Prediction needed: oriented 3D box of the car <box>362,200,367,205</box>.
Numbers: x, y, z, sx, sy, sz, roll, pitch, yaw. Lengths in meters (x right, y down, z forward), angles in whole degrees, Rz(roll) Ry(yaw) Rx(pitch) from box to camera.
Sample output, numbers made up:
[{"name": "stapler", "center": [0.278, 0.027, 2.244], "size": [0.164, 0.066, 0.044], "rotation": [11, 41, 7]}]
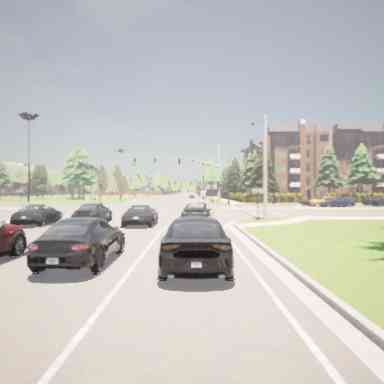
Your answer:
[{"name": "car", "center": [29.519, 1.521, 52.561], "size": [4.718, 1.301, 1.895], "rotation": [0, 0, 0]}]

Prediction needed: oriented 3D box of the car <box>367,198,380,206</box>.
[{"name": "car", "center": [29.046, 1.526, 49.089], "size": [4.718, 1.301, 1.895], "rotation": [0, 0, 0]}]

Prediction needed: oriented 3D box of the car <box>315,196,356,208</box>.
[{"name": "car", "center": [19.878, 1.457, 45.527], "size": [4.674, 1.442, 1.812], "rotation": [0, 0, 0]}]

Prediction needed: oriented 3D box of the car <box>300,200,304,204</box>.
[{"name": "car", "center": [19.934, 1.468, 52.527], "size": [5.357, 1.411, 2.033], "rotation": [0, 0, 0]}]

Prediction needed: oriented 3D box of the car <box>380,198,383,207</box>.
[{"name": "car", "center": [29.144, 1.422, 45.602], "size": [4.902, 1.511, 2.128], "rotation": [0, 0, 0]}]

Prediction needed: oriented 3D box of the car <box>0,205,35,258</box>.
[{"name": "car", "center": [-6.899, 1.336, 9.925], "size": [2.097, 1.767, 4.553], "rotation": [0, 0, 0]}]

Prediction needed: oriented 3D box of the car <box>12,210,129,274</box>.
[{"name": "car", "center": [-3.397, 1.510, 10.398], "size": [1.812, 1.442, 4.674], "rotation": [0, 0, 0]}]

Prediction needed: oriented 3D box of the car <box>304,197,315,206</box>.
[{"name": "car", "center": [19.707, 1.403, 49.031], "size": [5.008, 1.535, 1.882], "rotation": [0, 0, 0]}]

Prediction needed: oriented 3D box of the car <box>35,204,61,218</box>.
[{"name": "car", "center": [-10.396, 1.531, 22.567], "size": [1.994, 1.385, 4.181], "rotation": [0, 0, 0]}]

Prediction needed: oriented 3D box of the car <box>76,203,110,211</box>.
[{"name": "car", "center": [-6.896, 1.490, 23.312], "size": [1.812, 1.442, 4.674], "rotation": [0, 0, 0]}]

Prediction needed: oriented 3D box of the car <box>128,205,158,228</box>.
[{"name": "car", "center": [-3.398, 1.531, 22.164], "size": [1.994, 1.385, 4.181], "rotation": [0, 0, 0]}]

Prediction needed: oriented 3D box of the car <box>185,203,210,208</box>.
[{"name": "car", "center": [0.439, 1.458, 22.292], "size": [2.128, 1.511, 4.902], "rotation": [0, 0, 7]}]

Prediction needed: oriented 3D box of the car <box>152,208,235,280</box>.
[{"name": "car", "center": [0.100, 1.462, 9.894], "size": [1.882, 1.535, 5.008], "rotation": [0, 0, 0]}]
